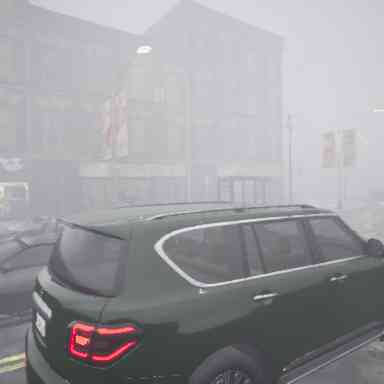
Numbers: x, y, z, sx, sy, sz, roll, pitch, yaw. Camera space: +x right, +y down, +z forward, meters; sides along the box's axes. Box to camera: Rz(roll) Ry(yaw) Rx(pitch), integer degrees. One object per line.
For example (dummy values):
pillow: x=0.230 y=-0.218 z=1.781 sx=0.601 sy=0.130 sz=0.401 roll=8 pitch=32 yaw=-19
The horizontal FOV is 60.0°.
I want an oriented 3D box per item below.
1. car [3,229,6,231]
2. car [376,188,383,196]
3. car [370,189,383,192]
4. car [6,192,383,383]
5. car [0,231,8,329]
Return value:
car: x=-4.236 y=1.442 z=9.573 sx=4.902 sy=1.511 sz=2.128 roll=-2 pitch=1 yaw=-36
car: x=36.826 y=-0.089 z=61.781 sx=2.002 sy=1.452 sz=4.674 roll=-1 pitch=1 yaw=-16
car: x=24.739 y=0.398 z=43.480 sx=1.837 sy=1.490 sz=4.892 roll=-1 pitch=0 yaw=5
car: x=0.898 y=1.143 z=4.388 sx=5.566 sy=2.045 sz=2.150 roll=-2 pitch=1 yaw=-35
car: x=-3.038 y=1.540 z=6.131 sx=4.181 sy=1.385 sz=1.994 roll=-2 pitch=1 yaw=-36
